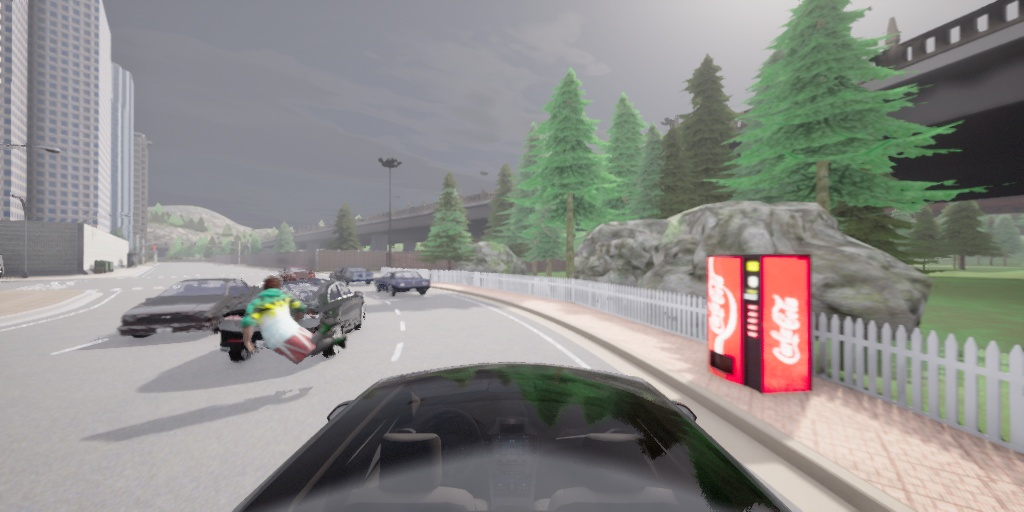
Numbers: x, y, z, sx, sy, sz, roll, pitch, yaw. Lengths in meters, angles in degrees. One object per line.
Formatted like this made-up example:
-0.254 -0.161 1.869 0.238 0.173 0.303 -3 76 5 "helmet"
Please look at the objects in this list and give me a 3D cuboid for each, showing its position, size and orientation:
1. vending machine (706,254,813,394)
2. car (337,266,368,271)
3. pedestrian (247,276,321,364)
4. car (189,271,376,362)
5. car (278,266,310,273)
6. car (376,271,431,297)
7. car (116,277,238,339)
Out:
3.674 0.960 5.420 1.100 2.100 0.880 0 0 -7 "vending machine"
-12.424 1.481 27.695 2.033 1.411 5.357 0 0 -43 "car"
-3.240 1.162 5.176 0.375 1.860 0.375 -25 3 -8 "pedestrian"
-4.759 1.294 8.477 2.128 1.511 4.902 0 0 -13 "car"
-15.551 1.454 25.792 1.812 1.442 4.674 0 -1 -42 "car"
-6.286 1.476 20.150 1.895 1.301 4.718 0 0 -34 "car"
-9.171 1.371 10.842 2.033 1.411 5.357 0 0 -23 "car"
